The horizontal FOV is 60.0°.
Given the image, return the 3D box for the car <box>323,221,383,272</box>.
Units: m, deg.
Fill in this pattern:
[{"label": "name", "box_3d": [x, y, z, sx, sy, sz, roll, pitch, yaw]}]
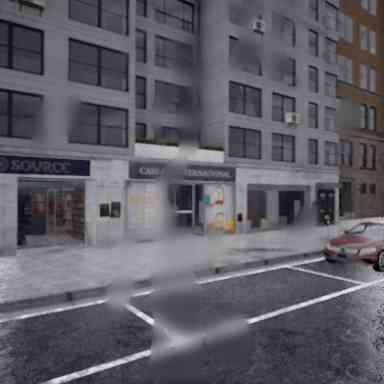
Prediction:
[{"label": "car", "box_3d": [6.062, 1.624, 10.856, 4.206, 1.307, 1.802, 0, 0, -36]}]
